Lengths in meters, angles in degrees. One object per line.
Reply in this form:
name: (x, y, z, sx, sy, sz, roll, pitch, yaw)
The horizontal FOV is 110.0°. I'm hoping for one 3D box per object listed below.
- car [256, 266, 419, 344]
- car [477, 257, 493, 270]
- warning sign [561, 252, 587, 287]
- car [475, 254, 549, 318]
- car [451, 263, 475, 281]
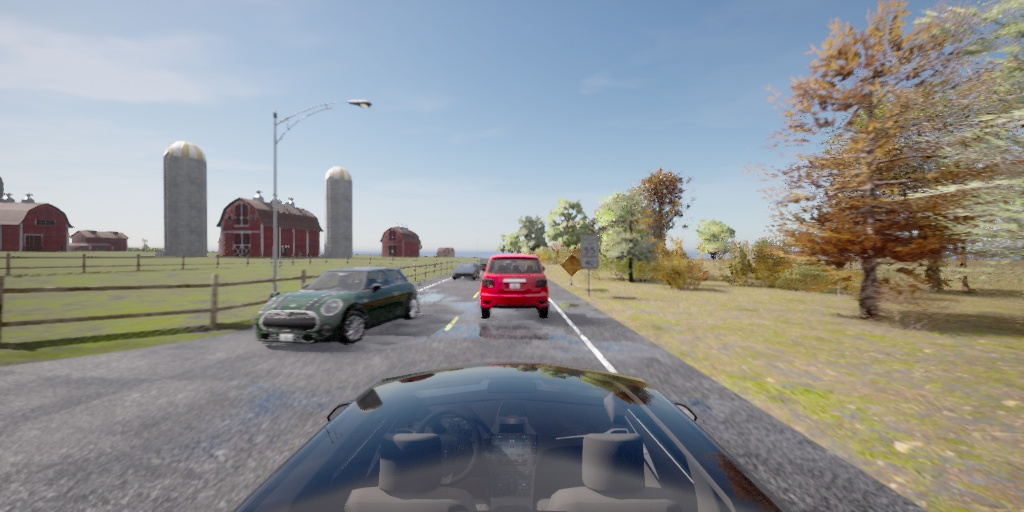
car: (-4.299, 1.092, 9.635, 2.097, 1.767, 4.553, 0, 0, 10)
car: (-3.952, 1.049, 52.555, 2.097, 1.767, 4.553, 0, 0, -1)
warning sign: (3.481, 0.842, 21.006, 1.300, 1.860, 1.060, 0, 0, 0)
car: (0.071, 0.958, 13.091, 2.150, 2.045, 5.566, 0, 0, 0)
car: (-3.743, 1.266, 29.804, 2.033, 1.411, 5.357, 0, 0, -1)
